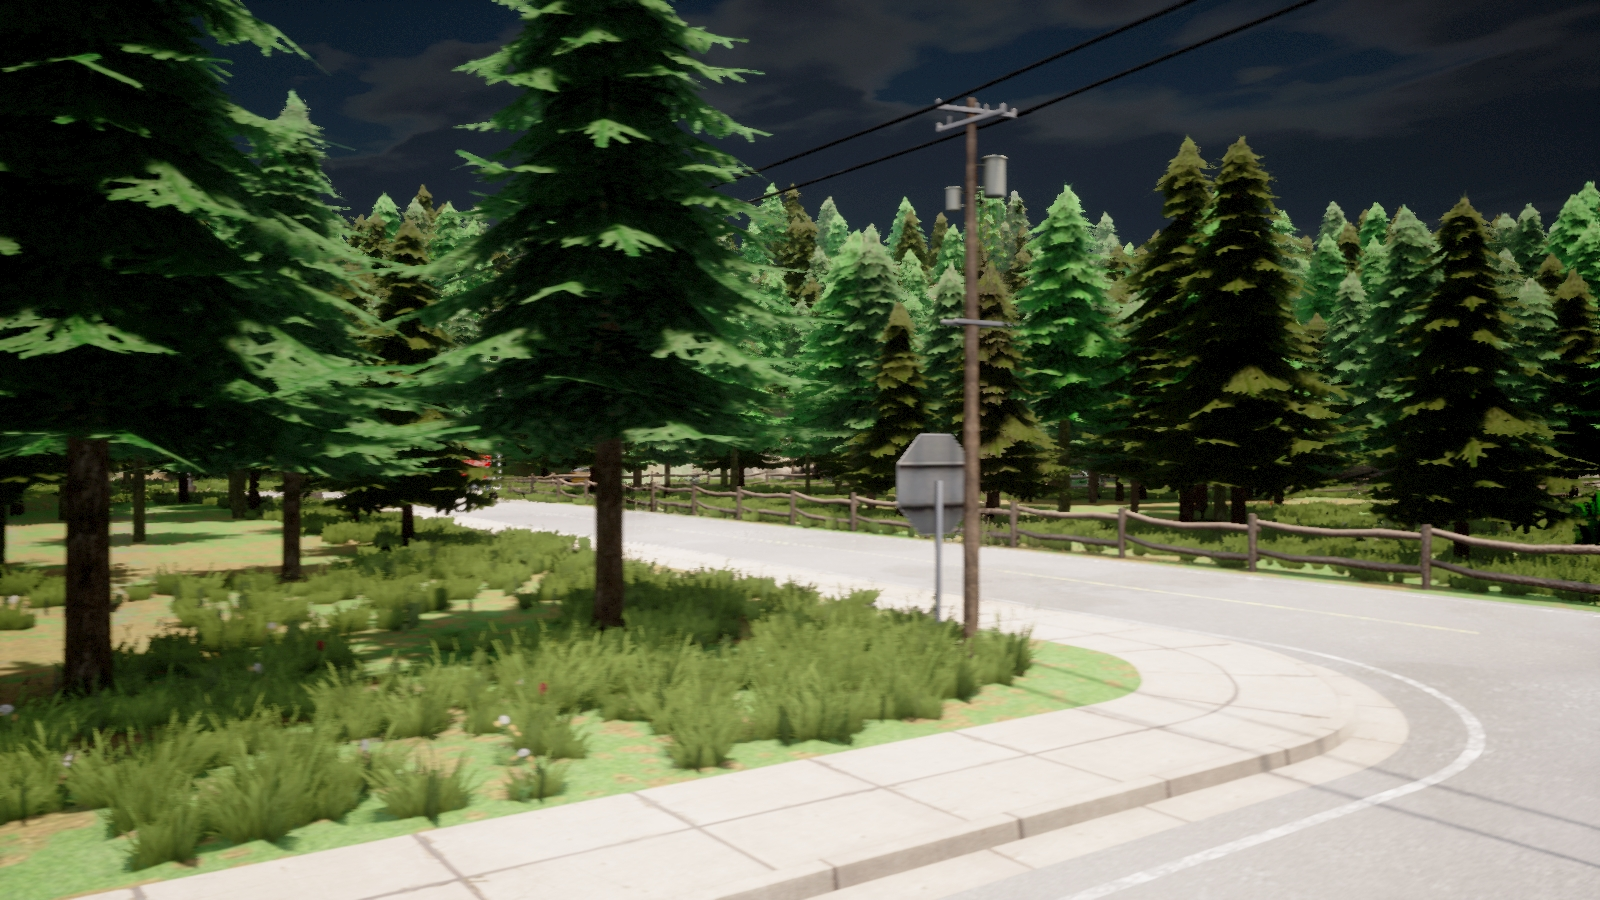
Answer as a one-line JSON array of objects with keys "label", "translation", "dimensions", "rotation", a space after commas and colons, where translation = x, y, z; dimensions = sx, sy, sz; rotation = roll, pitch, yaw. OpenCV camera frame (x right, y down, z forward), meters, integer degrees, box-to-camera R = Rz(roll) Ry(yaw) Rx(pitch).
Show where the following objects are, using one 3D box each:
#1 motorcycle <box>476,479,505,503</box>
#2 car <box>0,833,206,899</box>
[{"label": "motorcycle", "translation": [-16.409, 2.157, 60.575], "dimensions": [0.803, 1.199, 2.033], "rotation": [0, 0, -37]}, {"label": "car", "translation": [-3.045, 2.000, 1.651], "dimensions": [3.988, 1.617, 1.851], "rotation": [0, 0, -35]}]
